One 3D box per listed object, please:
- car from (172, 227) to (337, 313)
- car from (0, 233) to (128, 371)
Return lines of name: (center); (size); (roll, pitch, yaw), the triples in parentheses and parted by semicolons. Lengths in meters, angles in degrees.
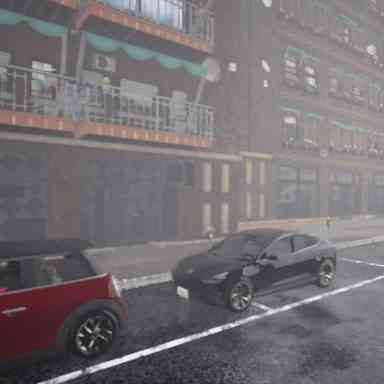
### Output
car: (1.601, 1.538, 7.644); (4.313, 1.339, 1.947); (0, 1, -35)
car: (-3.026, 1.441, 4.341); (4.097, 1.590, 1.967); (0, 1, -35)
